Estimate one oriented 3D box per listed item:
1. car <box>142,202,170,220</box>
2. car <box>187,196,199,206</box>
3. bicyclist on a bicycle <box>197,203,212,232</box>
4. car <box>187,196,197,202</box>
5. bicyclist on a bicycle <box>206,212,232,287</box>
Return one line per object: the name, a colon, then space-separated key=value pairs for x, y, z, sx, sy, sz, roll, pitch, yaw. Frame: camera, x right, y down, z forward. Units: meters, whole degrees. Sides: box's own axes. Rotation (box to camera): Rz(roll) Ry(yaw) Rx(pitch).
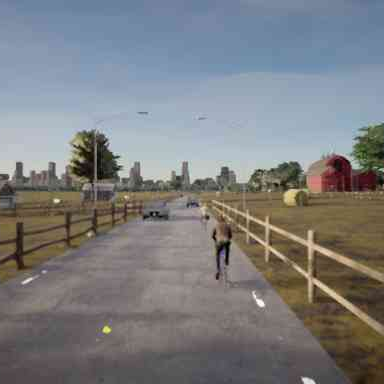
car: x=-2.844 y=1.513 z=27.057 sx=1.994 sy=1.385 sz=4.181 roll=0 pitch=0 yaw=0
car: x=0.106 y=1.510 z=52.172 sx=2.033 sy=1.411 sz=5.357 roll=0 pitch=0 yaw=0
bicyclist on a bicycle: x=0.734 y=1.395 z=18.846 sx=0.866 sy=1.612 sz=1.509 roll=0 pitch=0 yaw=0
car: x=0.008 y=1.551 z=73.841 sx=1.994 sy=1.385 sz=4.181 roll=0 pitch=0 yaw=0
bicyclist on a bicycle: x=0.756 y=1.432 z=8.313 sx=0.582 sy=1.620 sz=1.656 roll=0 pitch=0 yaw=0
